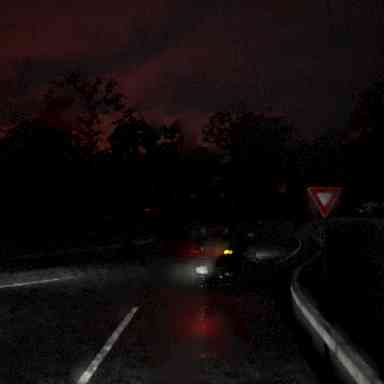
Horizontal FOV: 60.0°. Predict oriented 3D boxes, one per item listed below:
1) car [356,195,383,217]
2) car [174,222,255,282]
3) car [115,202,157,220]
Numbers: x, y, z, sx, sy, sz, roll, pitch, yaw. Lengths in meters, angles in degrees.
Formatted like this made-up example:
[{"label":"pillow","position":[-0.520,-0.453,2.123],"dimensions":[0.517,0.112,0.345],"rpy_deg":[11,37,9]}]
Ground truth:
[{"label":"car","position":[19.939,1.353,34.646],"dimensions":[5.566,2.045,2.150],"rpy_deg":[-5,-1,-12]},{"label":"car","position":[0.838,1.725,10.483],"dimensions":[1.837,1.490,4.892],"rpy_deg":[-2,-2,14]},{"label":"car","position":[-6.699,2.274,39.902],"dimensions":[5.566,2.045,2.150],"rpy_deg":[0,-2,33]}]
